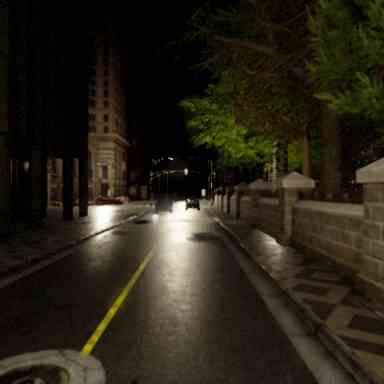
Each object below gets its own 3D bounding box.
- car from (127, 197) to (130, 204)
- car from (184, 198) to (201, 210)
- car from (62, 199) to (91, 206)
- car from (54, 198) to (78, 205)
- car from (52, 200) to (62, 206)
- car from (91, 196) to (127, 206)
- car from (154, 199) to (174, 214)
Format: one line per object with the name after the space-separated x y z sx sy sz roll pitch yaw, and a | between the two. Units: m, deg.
-14.930 1.752 68.794 4.097 1.590 1.967 -1 1 0 | car
0.059 1.579 43.431 2.128 1.511 4.902 0 0 0 | car
-20.308 1.919 60.281 4.829 1.417 1.752 -1 1 0 | car
-26.008 2.027 68.818 4.313 1.339 1.947 -1 1 0 | car
-25.848 1.993 60.292 4.829 1.417 1.752 -1 1 0 | car
-14.940 1.636 60.267 5.009 1.841 2.192 -1 1 0 | car
-3.064 1.554 37.039 1.882 1.535 5.008 0 0 0 | car
